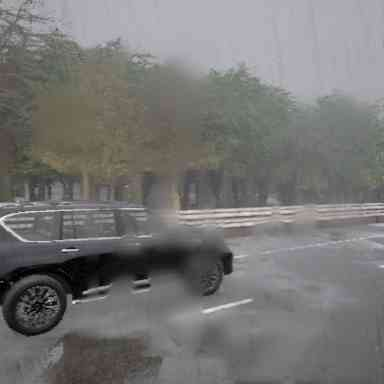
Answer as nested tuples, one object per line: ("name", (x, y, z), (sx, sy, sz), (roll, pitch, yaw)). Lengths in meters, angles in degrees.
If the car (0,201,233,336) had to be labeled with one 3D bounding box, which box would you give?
("car", (-1.727, 1.196, 6.872), (5.566, 2.045, 2.150), (0, 0, -35))
